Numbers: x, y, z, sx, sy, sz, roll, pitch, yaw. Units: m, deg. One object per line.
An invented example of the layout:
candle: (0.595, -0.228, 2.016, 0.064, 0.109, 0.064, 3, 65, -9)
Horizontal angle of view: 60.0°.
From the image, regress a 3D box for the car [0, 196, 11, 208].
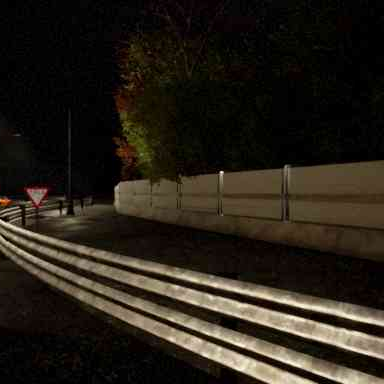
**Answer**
car: (-27.205, 1.343, 46.711, 2.097, 1.767, 4.553, 0, 0, -10)

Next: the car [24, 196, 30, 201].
car: (-40.321, 1.545, 82.180, 1.994, 1.385, 4.181, 0, 0, -32)
